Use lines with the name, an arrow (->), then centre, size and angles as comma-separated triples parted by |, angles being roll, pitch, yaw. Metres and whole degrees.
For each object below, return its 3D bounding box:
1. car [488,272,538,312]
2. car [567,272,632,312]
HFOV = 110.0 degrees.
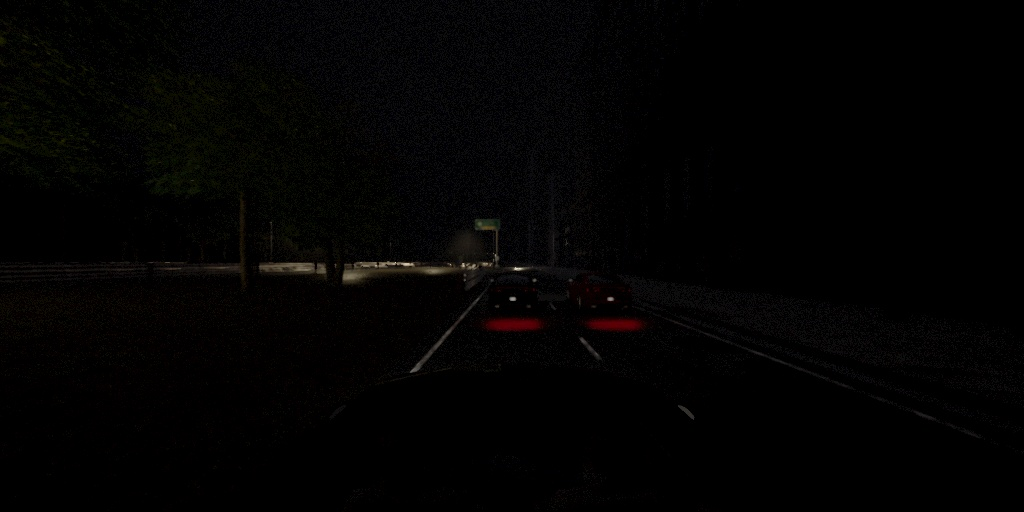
car -> 0.056, 1.405, 15.339 | 1.882, 1.535, 5.008 | 0, 0, 1
car -> 3.555, 1.405, 15.313 | 1.882, 1.535, 5.008 | 0, 0, 1
